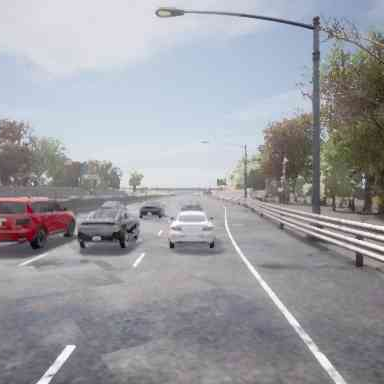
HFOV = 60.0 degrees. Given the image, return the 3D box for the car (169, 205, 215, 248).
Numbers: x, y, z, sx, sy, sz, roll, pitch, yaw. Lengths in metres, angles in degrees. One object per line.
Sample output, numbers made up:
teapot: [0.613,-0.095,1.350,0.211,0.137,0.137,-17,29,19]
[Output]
car: [0.000,1.533,14.651,1.812,1.442,4.674,0,0,0]

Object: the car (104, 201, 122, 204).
car: [-7.000,1.542,29.651,1.812,1.442,4.674,0,0,0]

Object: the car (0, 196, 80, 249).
car: [-7.000,1.257,14.681,2.150,2.045,5.566,0,0,0]

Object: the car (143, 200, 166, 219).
car: [-3.500,1.526,29.651,1.837,1.490,4.892,0,0,0]

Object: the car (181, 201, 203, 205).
car: [0.000,1.504,29.651,2.128,1.511,4.902,0,0,0]

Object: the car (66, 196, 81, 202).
car: [-28.000,1.611,78.868,1.994,1.385,4.181,0,0,0]

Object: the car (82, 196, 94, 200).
car: [-24.500,1.583,78.868,1.812,1.442,4.674,0,0,0]

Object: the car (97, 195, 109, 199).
car: [-21.000,1.414,78.899,2.097,1.767,4.553,0,0,0]

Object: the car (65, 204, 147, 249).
car: [-3.500,1.495,14.651,2.128,1.511,4.902,0,0,0]
